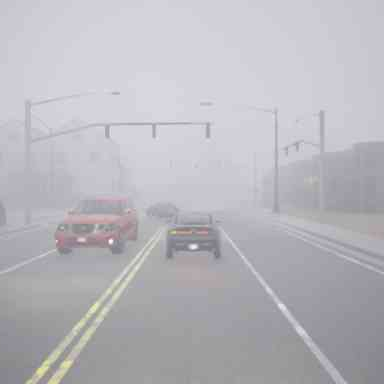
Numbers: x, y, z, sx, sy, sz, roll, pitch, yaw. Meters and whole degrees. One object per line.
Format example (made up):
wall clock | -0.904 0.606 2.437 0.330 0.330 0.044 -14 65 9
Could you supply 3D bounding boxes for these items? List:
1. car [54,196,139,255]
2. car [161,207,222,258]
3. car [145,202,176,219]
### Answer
car | -3.558 1.209 13.585 2.150 2.045 5.566 0 0 1
car | 0.064 1.486 12.633 1.837 1.490 4.892 0 -1 0
car | -2.600 1.531 28.934 1.994 1.385 4.181 0 0 -26
